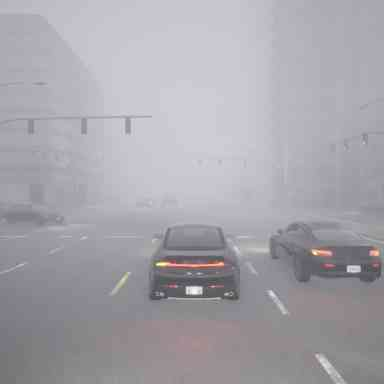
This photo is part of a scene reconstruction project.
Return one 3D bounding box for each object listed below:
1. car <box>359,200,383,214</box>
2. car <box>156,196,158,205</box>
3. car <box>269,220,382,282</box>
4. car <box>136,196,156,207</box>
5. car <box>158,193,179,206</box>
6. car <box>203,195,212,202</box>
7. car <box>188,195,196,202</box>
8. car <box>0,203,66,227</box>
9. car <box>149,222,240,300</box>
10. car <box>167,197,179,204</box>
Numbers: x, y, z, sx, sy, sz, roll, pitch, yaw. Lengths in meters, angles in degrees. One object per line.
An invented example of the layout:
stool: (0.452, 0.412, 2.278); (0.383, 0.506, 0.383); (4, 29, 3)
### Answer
car: (20.844, 1.547, 35.464); (5.357, 1.411, 2.033); (0, 0, 1)
car: (-7.073, 1.477, 59.926); (1.882, 1.535, 5.008); (0, 0, 0)
car: (3.563, 1.526, 9.601); (1.812, 1.442, 4.674); (0, 0, 0)
car: (-7.101, 1.547, 50.103); (2.033, 1.411, 5.357); (0, 0, 0)
car: (-3.606, 1.221, 53.344); (2.150, 2.045, 5.566); (0, 0, 1)
car: (3.500, 1.500, 74.698); (1.837, 1.490, 4.892); (0, 0, 0)
car: (-0.004, 1.364, 73.853); (2.128, 1.511, 4.902); (0, 0, 0)
car: (-10.897, 1.525, 23.049); (4.674, 1.442, 1.812); (0, -1, 27)
car: (0.057, 1.505, 8.345); (1.837, 1.490, 4.892); (0, 0, 0)
car: (-3.553, 1.601, 63.317); (1.895, 1.301, 4.718); (0, 0, 1)
